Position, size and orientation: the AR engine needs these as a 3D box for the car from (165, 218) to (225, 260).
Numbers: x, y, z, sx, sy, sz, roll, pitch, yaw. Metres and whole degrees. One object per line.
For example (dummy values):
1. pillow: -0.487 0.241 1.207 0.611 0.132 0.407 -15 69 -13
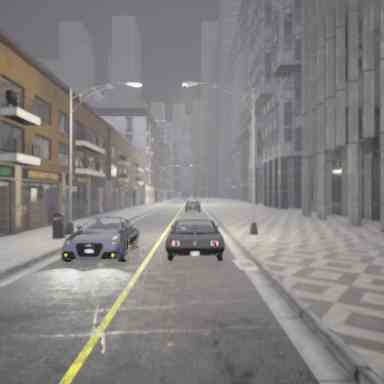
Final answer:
1. car: 0.099 1.625 12.515 1.895 1.301 4.718 0 0 0

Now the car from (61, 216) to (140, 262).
1. car: -3.099 1.587 12.000 1.994 1.385 4.181 0 0 0

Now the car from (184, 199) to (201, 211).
1. car: 0.102 1.622 41.694 2.128 1.511 4.902 0 0 0
